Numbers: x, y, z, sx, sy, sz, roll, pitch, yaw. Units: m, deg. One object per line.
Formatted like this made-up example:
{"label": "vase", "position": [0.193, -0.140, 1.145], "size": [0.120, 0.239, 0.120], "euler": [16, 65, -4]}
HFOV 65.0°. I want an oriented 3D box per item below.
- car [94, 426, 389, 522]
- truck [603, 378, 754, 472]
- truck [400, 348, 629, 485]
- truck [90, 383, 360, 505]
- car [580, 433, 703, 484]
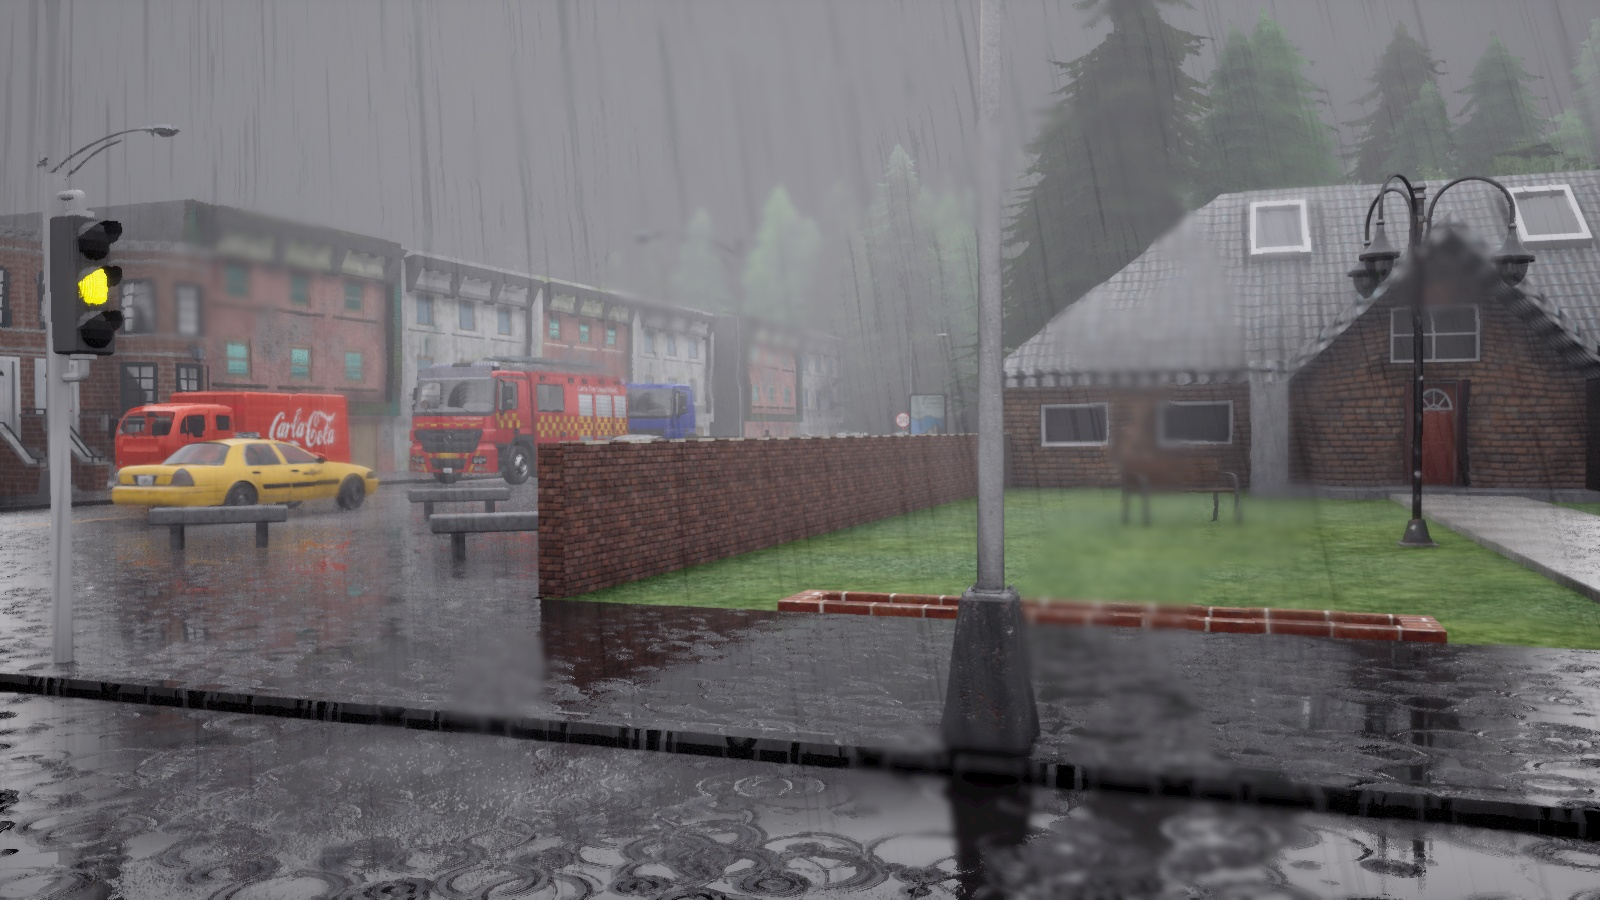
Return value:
{"label": "car", "position": [-10.207, 0.350, 23.529], "size": [1.801, 1.575, 5.366], "euler": [1, 1, 20]}
{"label": "truck", "position": [-4.694, -0.980, 50.418], "size": [2.891, 3.462, 7.936], "euler": [1, 1, 20]}
{"label": "truck", "position": [-8.667, -1.003, 39.476], "size": [2.891, 3.827, 8.468], "euler": [1, 1, 20]}
{"label": "truck", "position": [-12.732, -0.161, 28.262], "size": [2.627, 2.467, 5.204], "euler": [1, 1, 20]}
{"label": "car", "position": [-4.775, 0.218, 38.509], "size": [1.812, 1.442, 4.674], "euler": [1, 1, 20]}
